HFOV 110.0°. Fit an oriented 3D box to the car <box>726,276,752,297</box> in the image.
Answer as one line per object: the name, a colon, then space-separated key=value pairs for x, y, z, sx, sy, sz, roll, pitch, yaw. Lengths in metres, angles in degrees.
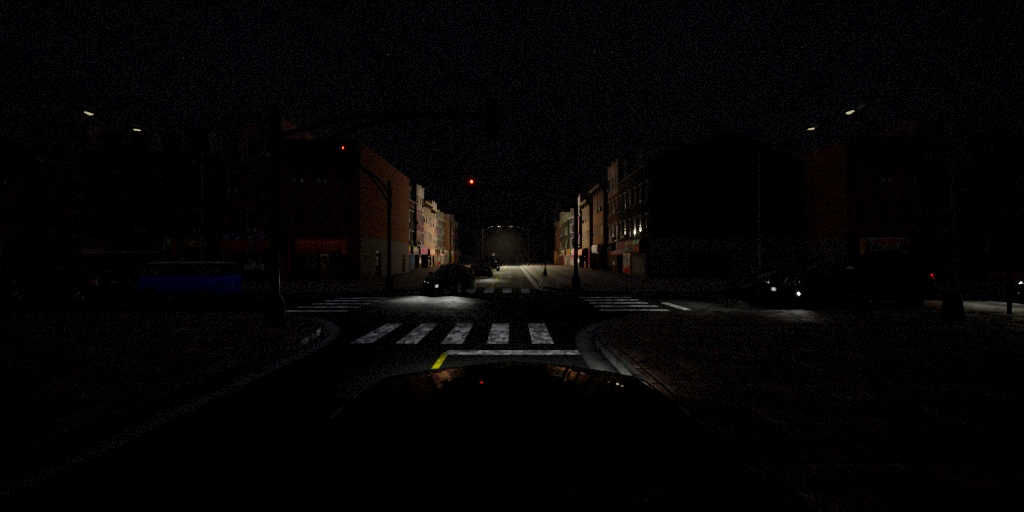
car: x=12.289 y=1.267 z=16.538 sx=4.403 sy=1.370 sz=2.007 roll=0 pitch=0 yaw=0

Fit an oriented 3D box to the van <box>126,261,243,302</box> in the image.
van: x=-14.714 y=1.124 z=16.464 sx=3.998 sy=1.789 sz=1.690 roll=0 pitch=0 yaw=0

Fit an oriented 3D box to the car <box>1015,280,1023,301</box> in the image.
car: x=23.032 y=1.047 z=14.028 sx=4.553 sy=1.767 sz=2.097 roll=0 pitch=0 yaw=0

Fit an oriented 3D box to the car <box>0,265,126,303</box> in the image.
car: x=-20.189 y=1.239 z=16.449 sx=4.097 sy=1.591 sz=1.967 roll=0 pitch=0 yaw=0

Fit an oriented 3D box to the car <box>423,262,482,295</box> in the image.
car: x=-3.370 y=1.265 z=20.249 sx=1.837 sy=1.490 sz=4.892 roll=0 pitch=0 yaw=9

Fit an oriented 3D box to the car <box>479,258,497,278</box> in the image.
car: x=-2.783 y=1.248 z=33.936 sx=1.882 sy=1.535 sz=5.008 roll=0 pitch=1 yaw=0

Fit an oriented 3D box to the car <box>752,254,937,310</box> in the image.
car: x=12.975 y=0.935 z=14.003 sx=5.566 sy=2.045 sz=2.150 roll=0 pitch=0 yaw=0

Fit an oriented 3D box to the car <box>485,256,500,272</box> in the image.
car: x=-2.748 y=1.003 z=47.948 sx=2.150 sy=2.045 sz=5.566 roll=0 pitch=0 yaw=0
